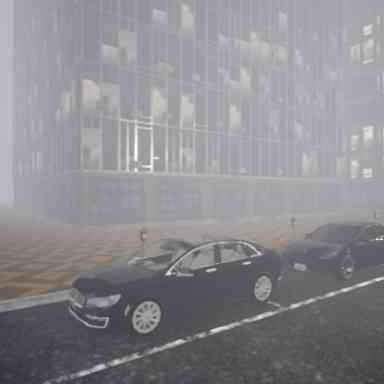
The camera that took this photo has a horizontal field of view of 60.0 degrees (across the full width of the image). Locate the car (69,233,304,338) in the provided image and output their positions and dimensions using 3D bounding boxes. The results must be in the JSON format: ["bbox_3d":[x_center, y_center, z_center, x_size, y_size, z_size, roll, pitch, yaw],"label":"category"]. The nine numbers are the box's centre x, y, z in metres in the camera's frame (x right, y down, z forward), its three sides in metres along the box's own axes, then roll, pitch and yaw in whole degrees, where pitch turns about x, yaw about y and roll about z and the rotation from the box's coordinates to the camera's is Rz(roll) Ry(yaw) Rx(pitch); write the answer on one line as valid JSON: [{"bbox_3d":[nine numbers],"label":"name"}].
[{"bbox_3d":[-0.074,1.546,6.503,4.403,1.369,2.008,0,0,-36],"label":"car"}]

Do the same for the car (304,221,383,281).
[{"bbox_3d":[4.560,1.552,9.809,4.313,1.339,1.947,0,0,-36],"label":"car"}]
